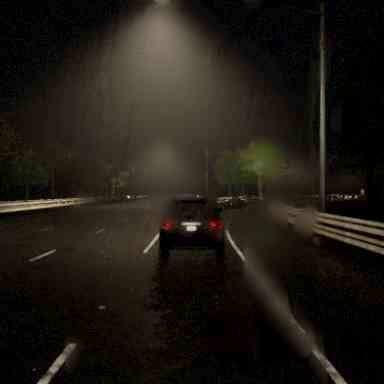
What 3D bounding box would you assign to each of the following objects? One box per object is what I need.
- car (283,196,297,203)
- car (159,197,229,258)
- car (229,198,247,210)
[{"bbox_3d":[19.234,1.454,65.896,2.033,1.411,5.357,0,0,40],"label":"car"},{"bbox_3d":[0.051,1.210,12.941,2.150,2.045,5.566,0,0,2],"label":"car"},{"bbox_3d":[5.689,1.508,42.540,2.033,1.411,5.357,0,0,21],"label":"car"}]
